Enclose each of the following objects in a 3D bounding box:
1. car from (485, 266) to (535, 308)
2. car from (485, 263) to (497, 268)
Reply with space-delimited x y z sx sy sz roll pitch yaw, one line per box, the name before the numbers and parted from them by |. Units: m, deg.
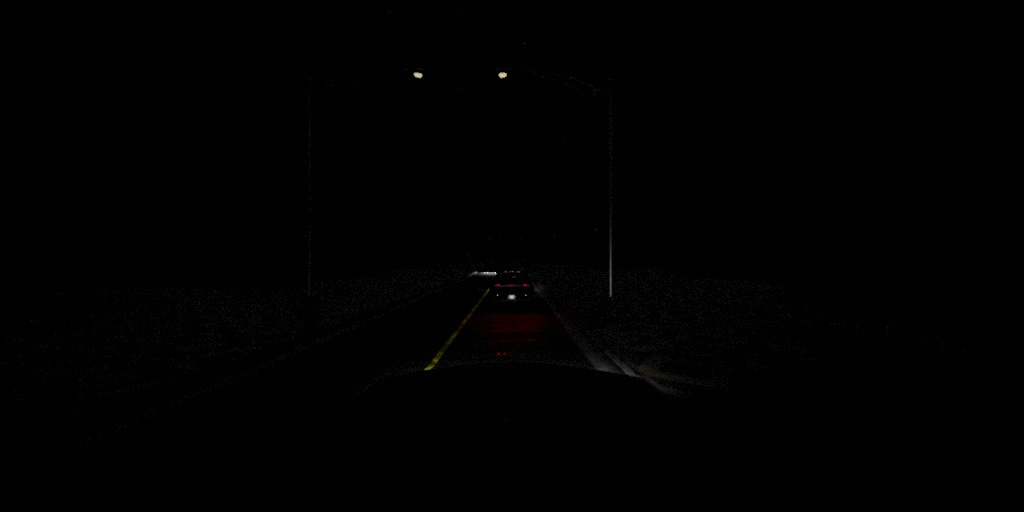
car | 0.000 1.375 16.137 2.128 1.511 4.902 0 0 0
car | -3.025 1.788 55.280 1.994 1.385 4.181 0 -1 0
